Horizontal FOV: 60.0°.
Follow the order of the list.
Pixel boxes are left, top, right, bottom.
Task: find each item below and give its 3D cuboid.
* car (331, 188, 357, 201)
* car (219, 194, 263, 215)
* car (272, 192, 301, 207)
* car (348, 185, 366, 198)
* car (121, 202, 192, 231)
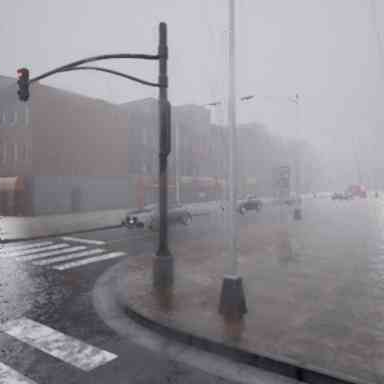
[{"bbox_3d":[19.525,0.471,43.118,1.895,1.301,4.718,0,1,36],"label":"car"},{"bbox_3d":[3.974,0.914,26.366,2.128,1.511,4.902,0,1,35],"label":"car"},{"bbox_3d":[9.936,0.693,34.730,1.812,1.442,4.674,0,1,36],"label":"car"},{"bbox_3d":[25.395,-0.129,51.343,2.150,2.045,5.566,0,1,35],"label":"car"},{"bbox_3d":[-1.851,1.246,18.181,1.994,1.385,4.181,0,1,36],"label":"car"}]
